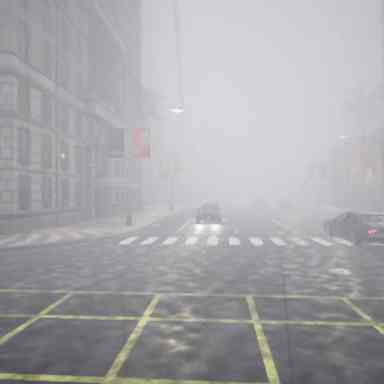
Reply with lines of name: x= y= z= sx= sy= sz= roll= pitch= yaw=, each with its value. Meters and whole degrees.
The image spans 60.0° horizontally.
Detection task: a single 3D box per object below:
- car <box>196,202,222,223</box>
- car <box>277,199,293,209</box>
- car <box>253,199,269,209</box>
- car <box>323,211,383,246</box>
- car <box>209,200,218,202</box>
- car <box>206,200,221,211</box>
car: x=1.426 y=1.740 z=27.139 sx=1.994 sy=1.385 sz=4.181 roll=0 pitch=0 yaw=5
car: x=14.190 y=1.783 z=50.921 sx=1.812 sy=1.442 sz=4.674 roll=0 pitch=0 yaw=5
car: x=10.589 y=1.772 z=51.077 sx=2.128 sy=1.511 sz=4.902 roll=0 pitch=0 yaw=5
car: x=7.876 y=1.607 z=15.547 sx=2.033 sy=1.411 sz=5.357 roll=0 pitch=0 yaw=3
car: x=2.133 y=1.831 z=35.920 sx=1.895 sy=1.301 sz=4.718 roll=0 pitch=0 yaw=5
car: x=3.014 y=1.855 z=45.806 sx=1.994 sy=1.385 sz=4.181 roll=0 pitch=0 yaw=5
